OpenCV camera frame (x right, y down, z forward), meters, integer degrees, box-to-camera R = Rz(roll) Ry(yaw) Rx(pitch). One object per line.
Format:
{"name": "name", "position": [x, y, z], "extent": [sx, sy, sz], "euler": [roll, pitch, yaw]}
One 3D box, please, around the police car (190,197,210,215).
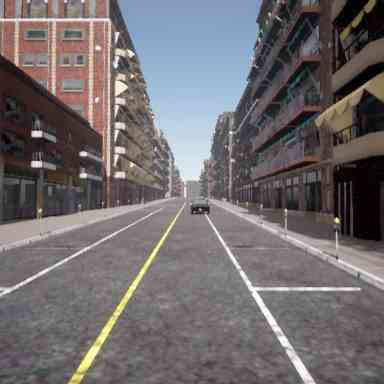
{"name": "police car", "position": [0.825, 1.479, 34.643], "extent": [1.930, 1.638, 5.238], "euler": [0, 0, 0]}

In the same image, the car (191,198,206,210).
{"name": "car", "position": [0.825, 1.566, 44.537], "extent": [1.882, 1.535, 5.008], "euler": [0, 0, 0]}

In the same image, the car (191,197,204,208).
{"name": "car", "position": [0.824, 1.577, 50.731], "extent": [1.801, 1.575, 5.366], "euler": [0, 0, 0]}
